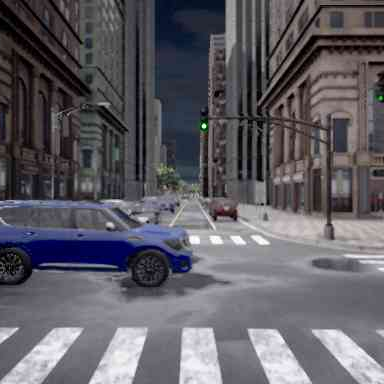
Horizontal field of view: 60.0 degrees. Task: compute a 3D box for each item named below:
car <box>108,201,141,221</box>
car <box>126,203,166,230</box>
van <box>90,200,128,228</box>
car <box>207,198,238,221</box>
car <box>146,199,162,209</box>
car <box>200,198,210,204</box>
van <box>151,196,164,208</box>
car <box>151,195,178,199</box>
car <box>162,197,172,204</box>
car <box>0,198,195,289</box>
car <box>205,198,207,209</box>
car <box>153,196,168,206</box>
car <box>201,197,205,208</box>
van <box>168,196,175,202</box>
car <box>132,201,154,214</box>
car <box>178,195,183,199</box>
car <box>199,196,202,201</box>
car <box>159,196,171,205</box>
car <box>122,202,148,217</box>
[{"bbox_3d":[-5.762,1.592,28.882,1.967,1.590,4.097,0,0,0],"label":"car"},{"bbox_3d":[-3.100,1.610,23.315,2.128,1.511,4.902,0,0,0],"label":"car"},{"bbox_3d":[-5.761,1.462,23.442,1.690,1.788,3.998,0,0,0],"label":"van"},{"bbox_3d":[2.764,1.467,28.892,2.192,1.841,5.009,0,0,0],"label":"car"},{"bbox_3d":[-5.762,1.827,50.646,1.887,1.381,4.507,0,0,0],"label":"car"},{"bbox_3d":[2.763,1.959,72.415,1.887,1.381,4.507,0,0,0],"label":"car"},{"bbox_3d":[-5.762,1.656,56.089,1.690,1.788,3.998,0,0,0],"label":"van"},{"bbox_3d":[-3.091,1.431,38.493,2.150,2.045,5.566,0,-1,0],"label":"car"},{"bbox_3d":[-5.763,1.890,77.853,1.967,1.590,4.097,0,0,0],"label":"car"},{"bbox_3d":[-2.749,1.262,8.878,5.566,2.045,2.150,1,0,0],"label":"car"},{"bbox_3d":[2.763,1.498,34.333,2.192,1.841,5.009,0,0,0],"label":"car"},{"bbox_3d":[-5.762,1.663,61.530,2.192,1.841,5.009,0,0,0],"label":"car"},{"bbox_3d":[2.763,1.833,50.653,2.008,1.369,4.403,0,0,0],"label":"car"},{"bbox_3d":[-5.764,1.921,94.175,1.690,1.788,3.998,0,0,0],"label":"van"},{"bbox_3d":[-5.762,1.782,39.763,1.947,1.339,4.313,0,0,0],"label":"car"},{"bbox_3d":[-3.003,1.810,58.369,1.882,1.535,5.008,0,-1,0],"label":"car"},{"bbox_3d":[2.763,1.788,61.535,1.967,1.590,4.097,0,0,0],"label":"car"},{"bbox_3d":[-5.762,1.729,72.412,2.192,1.841,5.009,0,0,0],"label":"car"},{"bbox_3d":[-5.762,1.728,34.322,1.887,1.381,4.507,0,0,0],"label":"car"}]
